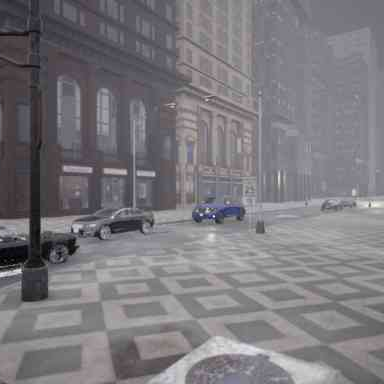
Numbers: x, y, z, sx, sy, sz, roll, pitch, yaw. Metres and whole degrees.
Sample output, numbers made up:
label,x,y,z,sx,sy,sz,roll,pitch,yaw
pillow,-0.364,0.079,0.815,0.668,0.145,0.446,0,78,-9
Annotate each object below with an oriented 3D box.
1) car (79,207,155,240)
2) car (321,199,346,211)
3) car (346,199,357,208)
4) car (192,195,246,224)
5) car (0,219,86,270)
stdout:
label,x,y,z,sx,sy,sz,roll,pitch,yaw
car,-3.995,1.533,17.409,2.128,1.511,4.902,0,0,34
car,17.881,1.656,42.482,1.812,1.442,4.674,0,0,36
car,23.782,1.703,50.728,2.033,1.411,5.357,0,0,36
car,2.253,1.295,26.135,2.150,2.045,5.566,0,0,35
car,-5.698,1.612,9.504,1.895,1.301,4.718,0,0,36
